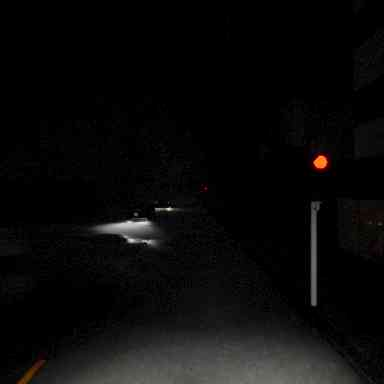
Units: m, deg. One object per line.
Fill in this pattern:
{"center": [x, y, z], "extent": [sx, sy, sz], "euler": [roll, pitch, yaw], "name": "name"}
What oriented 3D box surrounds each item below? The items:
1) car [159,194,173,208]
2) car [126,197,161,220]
{"center": [-4.086, 1.345, 48.218], "extent": [2.097, 1.767, 4.553], "euler": [0, 0, 0], "name": "car"}
{"center": [-4.233, 1.488, 28.187], "extent": [2.128, 1.511, 4.902], "euler": [0, 0, 2], "name": "car"}
